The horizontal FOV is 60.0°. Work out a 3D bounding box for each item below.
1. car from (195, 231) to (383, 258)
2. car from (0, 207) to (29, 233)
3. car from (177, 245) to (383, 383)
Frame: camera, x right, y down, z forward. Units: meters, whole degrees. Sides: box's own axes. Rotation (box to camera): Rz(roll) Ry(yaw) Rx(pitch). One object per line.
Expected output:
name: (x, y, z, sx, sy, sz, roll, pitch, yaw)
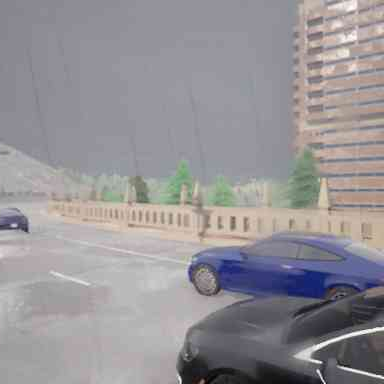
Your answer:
car: (2.061, 1.559, 6.997, 4.674, 1.442, 1.812, 0, 0, 37)
car: (-10.926, 1.614, 19.382, 1.812, 1.442, 4.674, 0, 0, -41)
car: (2.094, 1.518, 2.625, 4.892, 1.490, 1.837, 0, 0, 36)
